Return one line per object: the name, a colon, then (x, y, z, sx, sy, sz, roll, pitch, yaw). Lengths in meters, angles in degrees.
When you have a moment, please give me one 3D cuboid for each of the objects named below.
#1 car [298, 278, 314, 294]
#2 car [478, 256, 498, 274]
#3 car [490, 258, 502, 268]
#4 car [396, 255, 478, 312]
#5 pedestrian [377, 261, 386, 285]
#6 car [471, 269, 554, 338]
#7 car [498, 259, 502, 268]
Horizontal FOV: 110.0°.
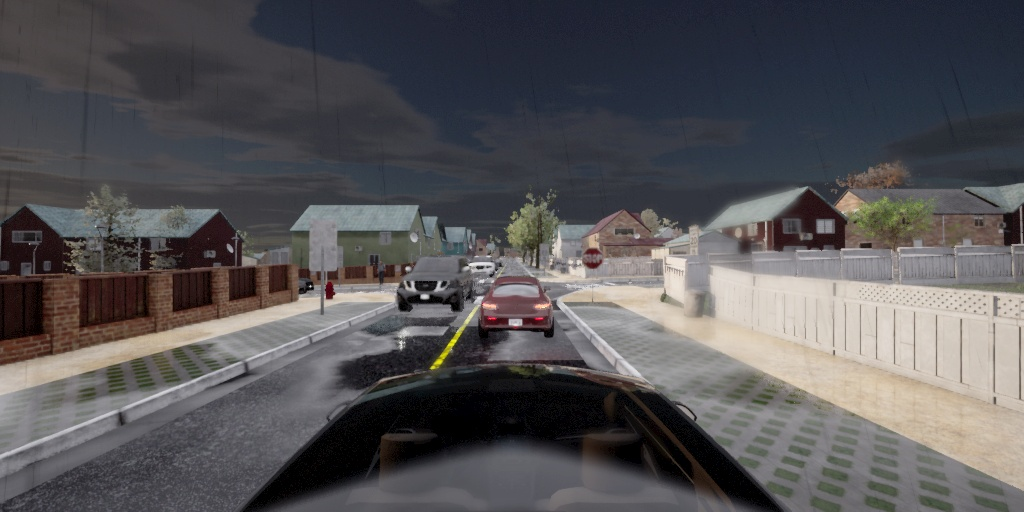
car: (-14.078, 1.576, 20.678, 4.892, 1.490, 1.837, -2, -1, -1)
car: (-2.829, 0.973, 34.646, 2.150, 2.045, 5.566, 0, 0, 0)
car: (-2.773, 1.221, 64.281, 1.882, 1.535, 5.008, 0, 0, 1)
car: (-2.849, 0.975, 14.473, 2.150, 2.045, 5.566, 0, 0, 0)
pedestrian: (-9.680, 1.212, 26.548, 0.375, 1.860, 0.375, 0, 0, 0)
car: (0.138, 1.278, 10.123, 1.812, 1.442, 4.674, 0, 0, 2)
car: (-2.818, 1.241, 48.677, 2.128, 1.511, 4.902, 0, 0, 0)
